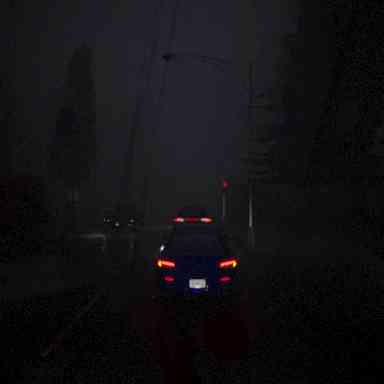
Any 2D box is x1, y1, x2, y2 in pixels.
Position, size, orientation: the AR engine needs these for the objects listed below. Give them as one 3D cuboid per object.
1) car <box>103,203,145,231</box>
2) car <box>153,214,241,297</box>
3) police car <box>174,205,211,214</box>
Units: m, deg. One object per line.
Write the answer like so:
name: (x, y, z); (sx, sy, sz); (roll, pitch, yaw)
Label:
car: (-4.004, 1.486, 20.227); (1.837, 1.490, 4.892); (0, 0, 0)
car: (0.103, 1.515, 8.410); (1.812, 1.442, 4.674); (0, 0, 0)
police car: (0.034, 1.483, 17.729); (2.038, 1.542, 4.974); (0, 0, 0)
